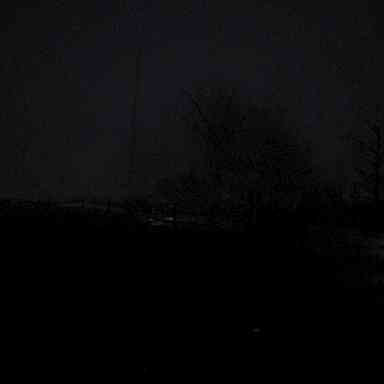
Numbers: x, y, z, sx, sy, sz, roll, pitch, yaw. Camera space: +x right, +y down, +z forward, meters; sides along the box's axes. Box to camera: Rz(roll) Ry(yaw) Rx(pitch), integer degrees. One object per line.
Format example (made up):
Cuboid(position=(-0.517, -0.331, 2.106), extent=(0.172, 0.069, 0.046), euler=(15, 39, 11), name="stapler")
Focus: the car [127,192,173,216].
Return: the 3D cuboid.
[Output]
Cuboid(position=(-3.805, 1.063, 29.201), extent=(2.150, 2.045, 5.566), euler=(-1, 1, -35), name="car")
